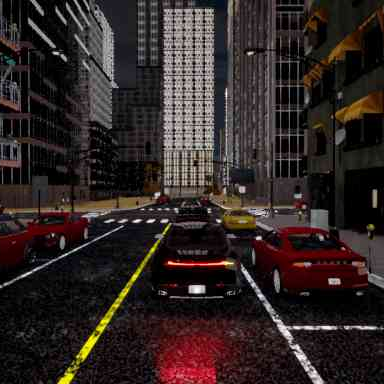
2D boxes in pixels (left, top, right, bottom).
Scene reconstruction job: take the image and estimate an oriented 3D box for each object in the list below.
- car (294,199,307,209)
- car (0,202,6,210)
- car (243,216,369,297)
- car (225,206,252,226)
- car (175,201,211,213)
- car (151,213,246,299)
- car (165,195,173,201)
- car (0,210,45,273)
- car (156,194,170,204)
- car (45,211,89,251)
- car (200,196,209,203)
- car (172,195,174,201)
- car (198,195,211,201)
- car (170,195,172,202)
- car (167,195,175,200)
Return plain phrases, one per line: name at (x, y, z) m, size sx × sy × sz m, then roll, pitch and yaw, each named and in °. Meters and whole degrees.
car at (14.190, 1.254, 38.662) m, size 4.507 × 1.381 × 1.887 m, roll -1°, pitch 1°, yaw -1°
car at (-23.908, 1.744, 38.277) m, size 4.097 × 1.590 × 1.967 m, roll -1°, pitch 1°, yaw -1°
car at (2.670, 1.543, 8.472) m, size 1.887 × 1.381 × 4.507 m, roll -1°, pitch 0°, yaw 0°
car at (2.651, 1.522, 19.689) m, size 1.752 × 1.417 × 4.829 m, roll -1°, pitch 0°, yaw 0°
car at (0.067, 1.475, 18.675) m, size 1.882 × 1.535 × 5.008 m, roll 0°, pitch 0°, yaw 0°
car at (0.086, 1.503, 8.403) m, size 1.837 × 1.490 × 4.892 m, roll 0°, pitch 0°, yaw 0°
car at (-5.835, 1.521, 85.101) m, size 1.752 × 1.417 × 4.829 m, roll -1°, pitch 0°, yaw 0°
car at (-5.712, 1.438, 8.472) m, size 1.967 × 1.590 × 4.097 m, roll -1°, pitch 0°, yaw 0°
car at (-5.799, 1.540, 63.033) m, size 1.887 × 1.381 × 4.507 m, roll -1°, pitch 0°, yaw 0°
car at (-5.720, 1.542, 13.996) m, size 1.887 × 1.381 × 4.507 m, roll -1°, pitch 0°, yaw 0°
car at (2.572, 1.521, 68.774) m, size 1.752 × 1.417 × 4.829 m, roll -1°, pitch 0°, yaw 0°
car at (-5.819, 1.310, 74.152) m, size 2.192 × 1.841 × 5.009 m, roll -1°, pitch 0°, yaw 0°
car at (2.580, 1.435, 63.045) m, size 1.967 × 1.590 × 4.097 m, roll -1°, pitch 0°, yaw 0°
car at (-5.810, 1.310, 68.593) m, size 2.192 × 1.841 × 5.009 m, roll -1°, pitch 0°, yaw 0°
car at (-5.843, 1.541, 90.830) m, size 1.887 × 1.381 × 4.507 m, roll -1°, pitch 0°, yaw 0°
